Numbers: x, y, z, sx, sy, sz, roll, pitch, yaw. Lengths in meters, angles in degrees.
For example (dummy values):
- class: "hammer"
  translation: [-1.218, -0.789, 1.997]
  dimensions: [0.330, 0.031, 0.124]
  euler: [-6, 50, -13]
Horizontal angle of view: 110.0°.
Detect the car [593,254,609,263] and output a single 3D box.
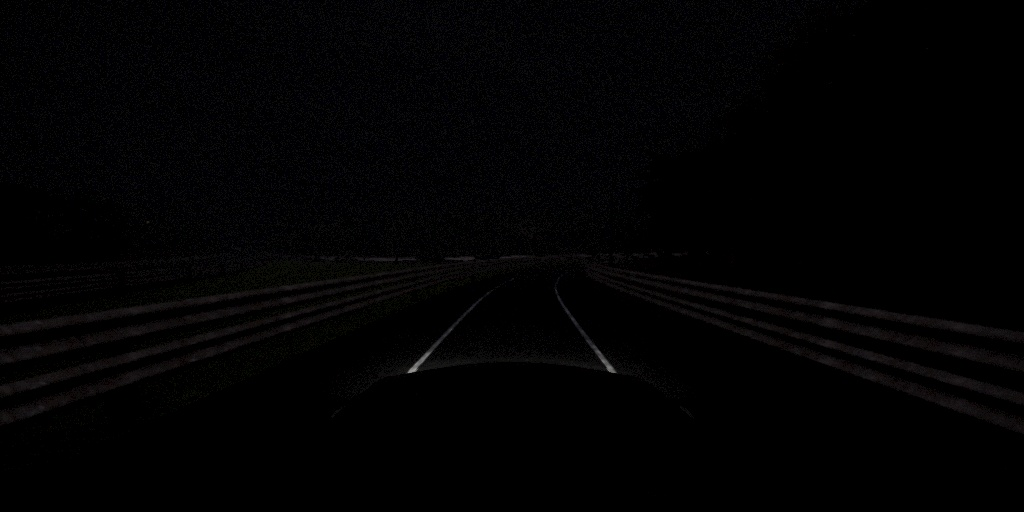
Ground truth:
- class: "car"
  translation: [15.811, 0.468, 63.186]
  dimensions: [2.128, 1.511, 4.902]
  euler: [1, 1, 32]
